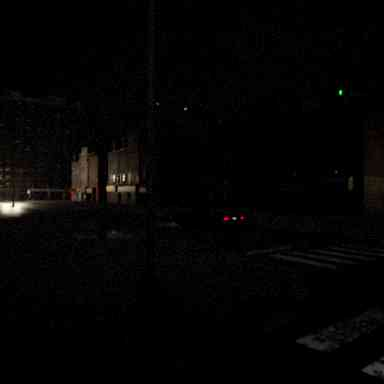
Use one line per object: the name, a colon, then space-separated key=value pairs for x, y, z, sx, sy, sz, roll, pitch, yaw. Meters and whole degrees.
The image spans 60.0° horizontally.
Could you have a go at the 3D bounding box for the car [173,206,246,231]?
car: x=0.910 y=1.539 z=20.551 sx=2.033 sy=1.411 sz=5.357 roll=0 pitch=0 yaw=-36
